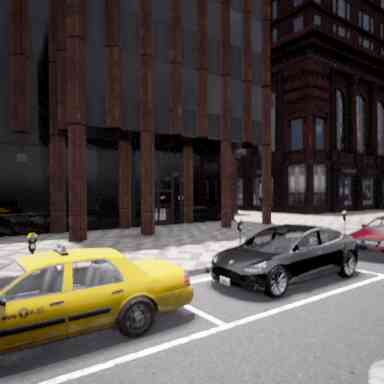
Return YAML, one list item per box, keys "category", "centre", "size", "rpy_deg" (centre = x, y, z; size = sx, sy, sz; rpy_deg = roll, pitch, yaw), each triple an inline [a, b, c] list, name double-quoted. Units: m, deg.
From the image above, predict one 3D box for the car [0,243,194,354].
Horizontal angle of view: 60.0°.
- category: "car"
  centre: [-2.257, 1.519, 5.038]
  size: [4.829, 1.417, 1.752]
  rpy_deg: [0, 0, -35]

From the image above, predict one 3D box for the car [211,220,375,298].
- category: "car"
  centre: [2.478, 1.520, 8.399]
  size: [4.313, 1.339, 1.947]
  rpy_deg: [0, 0, -35]

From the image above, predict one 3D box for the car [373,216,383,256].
- category: "car"
  centre: [7.075, 1.498, 11.662]
  size: [4.206, 1.307, 1.802]
  rpy_deg: [0, 0, -35]
